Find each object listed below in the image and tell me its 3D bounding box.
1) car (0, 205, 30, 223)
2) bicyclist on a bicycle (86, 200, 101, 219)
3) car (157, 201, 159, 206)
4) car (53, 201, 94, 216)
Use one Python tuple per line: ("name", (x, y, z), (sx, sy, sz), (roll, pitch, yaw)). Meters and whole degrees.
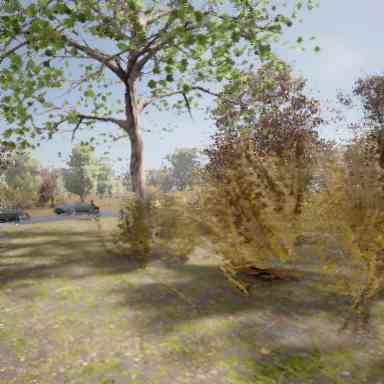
("car", (-13.588, 1.582, 23.300), (1.994, 1.385, 4.181), (0, 0, 26))
("bicyclist on a bicycle", (-8.111, 1.477, 27.347), (1.656, 1.620, 0.582), (0, 0, 26))
("car", (-6.335, 1.538, 45.252), (1.882, 1.535, 5.008), (0, 0, 27))
("car", (-11.967, 1.605, 33.887), (1.994, 1.385, 4.181), (0, 0, 26))
